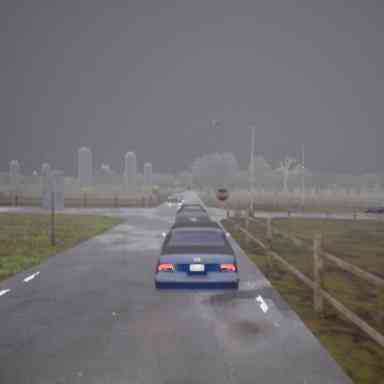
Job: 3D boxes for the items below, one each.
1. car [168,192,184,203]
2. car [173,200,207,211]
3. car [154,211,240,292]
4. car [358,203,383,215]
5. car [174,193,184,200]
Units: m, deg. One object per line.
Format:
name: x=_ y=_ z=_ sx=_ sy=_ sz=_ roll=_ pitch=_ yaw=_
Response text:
car: x=-2.787 y=0.925 z=54.655 sx=2.097 sy=1.767 sz=4.553 roll=0 pitch=0 yaw=0
car: x=-0.012 y=1.416 z=20.017 sx=1.994 sy=1.385 sz=4.181 roll=0 pitch=0 yaw=-2
car: x=0.108 y=1.483 z=8.898 sx=2.033 sy=1.411 sz=5.357 roll=0 pitch=0 yaw=0
car: x=19.892 y=1.753 z=34.456 sx=4.718 sy=1.301 sz=1.895 roll=1 pitch=1 yaw=-1
car: x=-2.699 y=0.918 z=69.520 sx=1.882 sy=1.535 sz=5.008 roll=0 pitch=1 yaw=0
